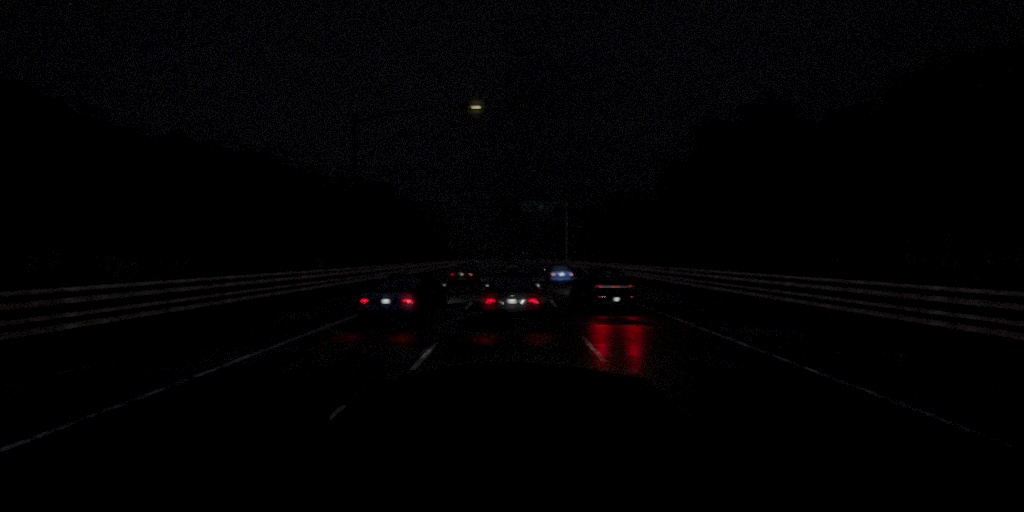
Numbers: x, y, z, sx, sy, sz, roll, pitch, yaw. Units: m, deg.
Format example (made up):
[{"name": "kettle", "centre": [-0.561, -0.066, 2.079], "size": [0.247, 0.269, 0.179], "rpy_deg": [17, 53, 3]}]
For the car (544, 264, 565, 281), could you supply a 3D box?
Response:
[{"name": "car", "centre": [3.526, 1.323, 27.420], "size": [2.033, 1.411, 5.357], "rpy_deg": [0, 0, 0]}]

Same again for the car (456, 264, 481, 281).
[{"name": "car", "centre": [-3.474, 1.323, 27.423], "size": [2.033, 1.411, 5.357], "rpy_deg": [0, 0, 0]}]

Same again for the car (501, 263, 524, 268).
[{"name": "car", "centre": [0.056, 1.305, 30.274], "size": [1.812, 1.442, 4.674], "rpy_deg": [0, 0, 1]}]

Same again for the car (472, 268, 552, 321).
[{"name": "car", "centre": [0.023, 1.305, 12.413], "size": [2.033, 1.411, 5.357], "rpy_deg": [0, 0, 0]}]

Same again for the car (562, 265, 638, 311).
[{"name": "car", "centre": [3.549, 1.251, 14.516], "size": [2.128, 1.511, 4.902], "rpy_deg": [0, 0, 0]}]

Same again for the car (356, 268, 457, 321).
[{"name": "car", "centre": [-3.477, 1.305, 12.426], "size": [2.033, 1.411, 5.357], "rpy_deg": [0, 0, 0]}]
